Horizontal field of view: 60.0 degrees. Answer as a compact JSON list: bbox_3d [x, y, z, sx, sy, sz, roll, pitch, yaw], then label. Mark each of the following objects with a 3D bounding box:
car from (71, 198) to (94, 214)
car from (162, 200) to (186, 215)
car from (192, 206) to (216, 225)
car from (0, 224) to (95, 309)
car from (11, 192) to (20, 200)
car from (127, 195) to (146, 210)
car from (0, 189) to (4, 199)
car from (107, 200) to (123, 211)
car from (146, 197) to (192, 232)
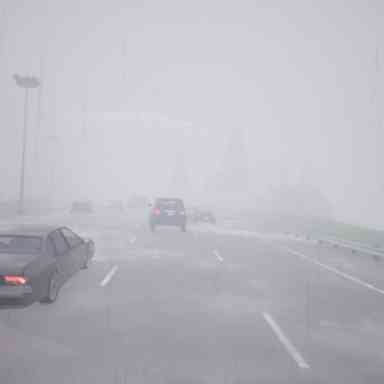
[{"bbox_3d":[-11.274,1.376,34.423,1.882,1.535,5.008,3,-1,-14],"label":"car"},{"bbox_3d":[-2.265,1.817,40.909,1.882,1.535,5.008,3,0,-15],"label":"car"},{"bbox_3d":[0.721,1.848,27.629,1.812,1.442,4.674,2,-1,-10],"label":"car"},{"bbox_3d":[-3.709,1.478,7.865,2.033,1.411,5.357,2,-1,-5],"label":"car"},{"bbox_3d":[-34.965,0.723,66.459,1.882,1.535,5.008,3,-1,-28],"label":"car"},{"bbox_3d":[-7.882,1.401,47.828,2.150,2.045,5.566,3,-1,-18],"label":"car"},{"bbox_3d":[-39.034,0.296,66.634,2.150,2.045,5.566,3,-1,-30],"label":"car"},{"bbox_3d":[-9.889,1.642,42.480,1.895,1.301,4.718,3,-1,-16],"label":"car"},{"bbox_3d":[-1.676,1.380,21.761,2.150,2.045,5.566,3,-1,-9],"label":"car"}]
